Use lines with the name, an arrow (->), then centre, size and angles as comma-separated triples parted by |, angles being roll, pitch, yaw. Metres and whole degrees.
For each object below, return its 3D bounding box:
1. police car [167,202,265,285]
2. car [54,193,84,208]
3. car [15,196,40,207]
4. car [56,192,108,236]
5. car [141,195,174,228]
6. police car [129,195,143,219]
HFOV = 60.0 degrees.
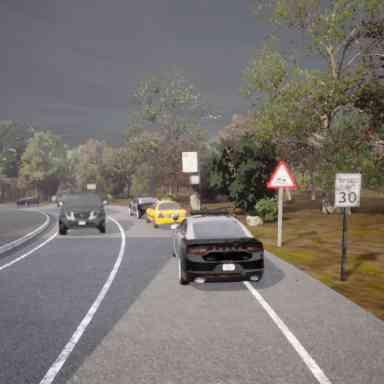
police car -> 0.460, 1.301, 9.409 | 1.930, 1.638, 5.238 | -1, 1, -7
car -> -16.493, 1.052, 44.549 | 2.097, 1.767, 4.553 | -5, 3, -42
car -> -26.714, 1.485, 53.801 | 5.008, 1.535, 1.882 | -2, 3, 34
car -> -5.816, 1.059, 17.998 | 2.150, 2.045, 5.566 | -1, 1, -16
car -> -1.613, 1.167, 19.726 | 1.801, 1.575, 5.366 | -2, 1, -16
police car -> -3.604, 1.060, 25.589 | 1.930, 1.638, 5.238 | -2, 1, -21
